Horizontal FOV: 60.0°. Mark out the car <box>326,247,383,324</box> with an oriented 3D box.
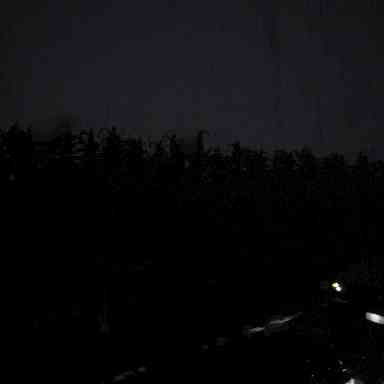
[{"bbox_3d":[4.940,1.509,6.595,5.357,1.411,2.033,0,0,-36],"label":"car"}]
